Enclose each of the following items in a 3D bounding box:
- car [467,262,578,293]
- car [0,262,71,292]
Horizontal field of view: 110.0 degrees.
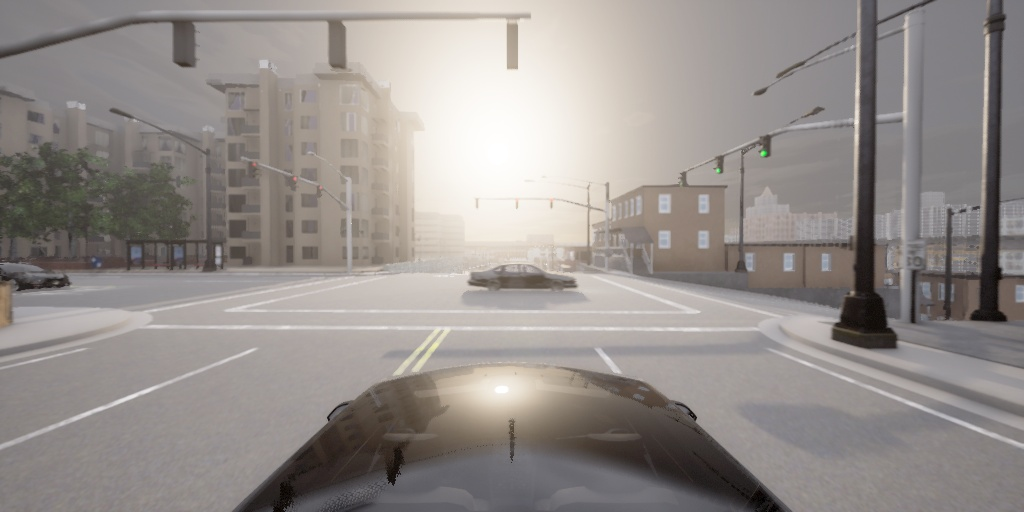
[{"bbox_3d":[0.491,1.035,17.794,5.357,1.411,2.033,0,1,1],"label":"car"},{"bbox_3d":[-25.489,1.065,18.167,4.892,1.490,1.837,1,1,1],"label":"car"}]
